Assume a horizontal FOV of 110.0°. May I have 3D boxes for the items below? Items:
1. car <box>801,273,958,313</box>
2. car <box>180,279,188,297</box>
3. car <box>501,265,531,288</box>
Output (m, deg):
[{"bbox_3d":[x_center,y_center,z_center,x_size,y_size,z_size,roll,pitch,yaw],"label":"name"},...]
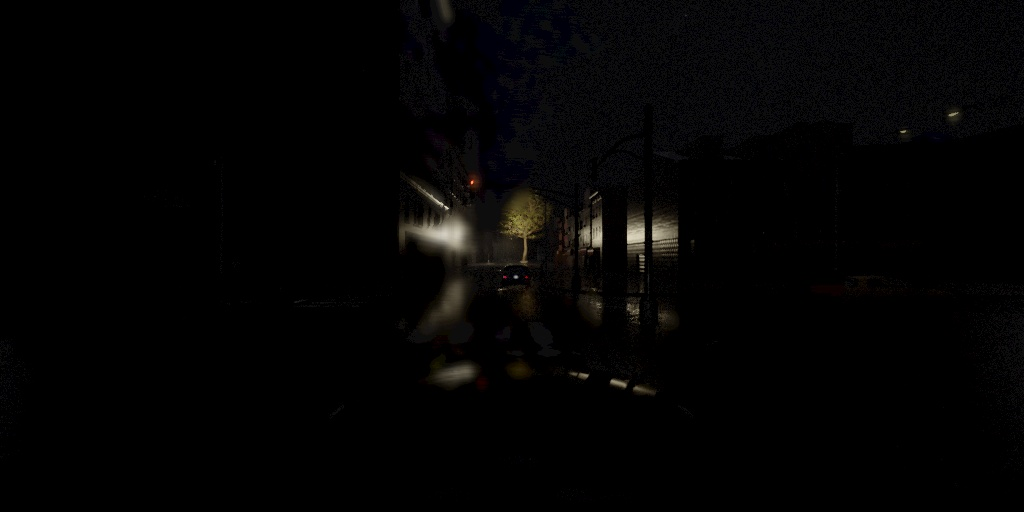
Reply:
[{"bbox_3d":[13.903,1.346,13.670,4.829,1.417,1.751,0,0,0],"label":"car"},{"bbox_3d":[-16.041,1.154,14.555,4.902,1.511,2.128,0,0,0],"label":"car"},{"bbox_3d":[0.252,1.288,23.488,2.033,1.411,5.357,0,0,1],"label":"car"}]
